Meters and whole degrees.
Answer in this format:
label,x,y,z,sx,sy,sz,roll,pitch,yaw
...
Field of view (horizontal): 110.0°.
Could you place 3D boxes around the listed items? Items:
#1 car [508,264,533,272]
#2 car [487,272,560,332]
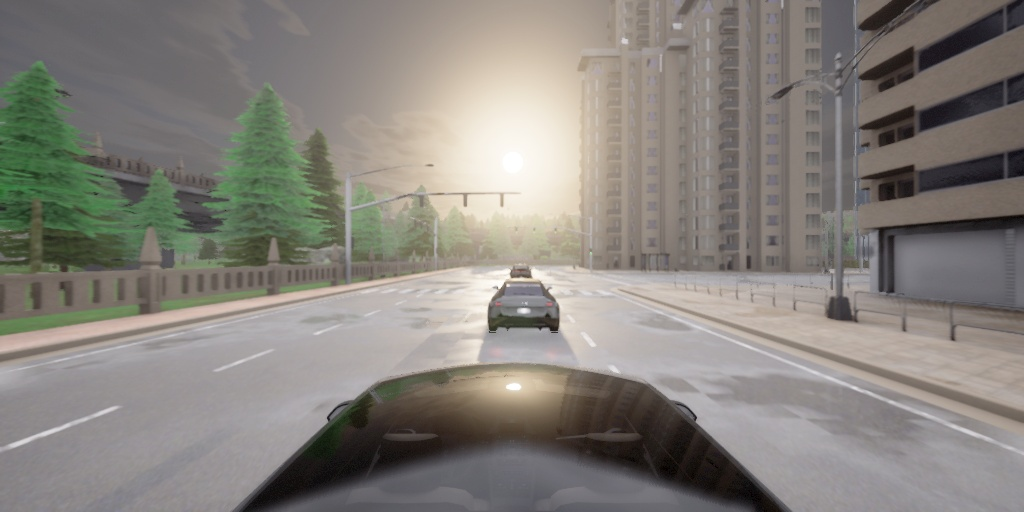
label,x,y,z,sx,sy,sz,roll,pitch,yaw
car,0.764,1.468,31.358,1.837,1.490,4.892,0,-1,1
car,0.332,1.377,11.090,1.994,1.385,4.181,0,0,1
